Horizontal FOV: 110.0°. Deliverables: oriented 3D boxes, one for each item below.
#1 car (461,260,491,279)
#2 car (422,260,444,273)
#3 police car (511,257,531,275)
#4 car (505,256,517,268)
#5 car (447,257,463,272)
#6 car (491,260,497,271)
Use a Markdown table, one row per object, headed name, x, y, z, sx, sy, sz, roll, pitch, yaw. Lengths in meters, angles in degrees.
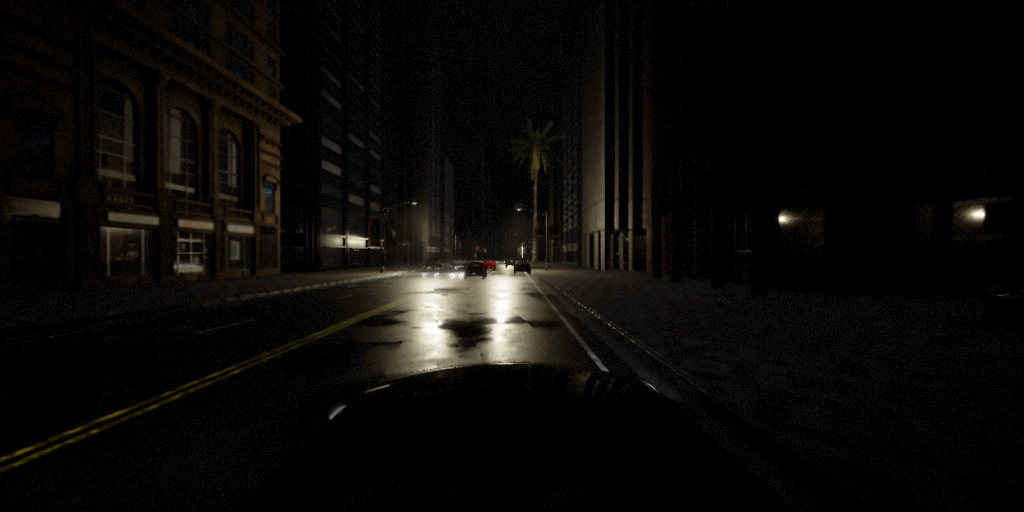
| name | x | y | z | sx | sy | sz | roll | pitch | yaw |
| --- | --- | --- | --- | --- | --- | --- | --- | --- | --- |
| car | -3.162 | 1.280 | 32.246 | 1.812 | 1.442 | 4.674 | 0 | 0 | 0 |
| car | -9.838 | 1.270 | 44.918 | 1.837 | 1.490 | 4.892 | 0 | -1 | 0 |
| police car | 1.125 | 1.185 | 40.221 | 1.930 | 1.638 | 5.238 | 0 | 0 | 0 |
| car | -0.019 | 0.997 | 59.709 | 2.150 | 2.045 | 5.566 | 0 | 0 | 0 |
| car | -6.587 | 1.256 | 45.030 | 2.128 | 1.511 | 4.902 | 0 | 0 | 0 |
| car | -3.165 | 1.247 | 50.826 | 1.882 | 1.535 | 5.008 | 0 | 0 | 0 |
